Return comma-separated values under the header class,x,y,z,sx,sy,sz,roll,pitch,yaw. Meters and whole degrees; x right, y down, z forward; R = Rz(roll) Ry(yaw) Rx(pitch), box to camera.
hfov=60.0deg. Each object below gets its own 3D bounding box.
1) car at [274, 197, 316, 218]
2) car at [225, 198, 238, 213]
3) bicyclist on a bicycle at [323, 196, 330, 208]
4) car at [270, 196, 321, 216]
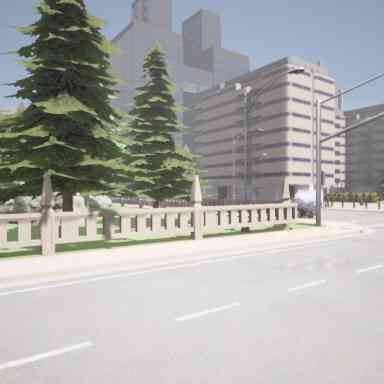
class,x,y,z,sx,sy,sz,roll,pitch,yaw
car,8.899,1.496,29.951,1.837,1.490,4.892,0,0,-35
car,5.117,1.468,41.303,1.882,1.535,5.008,0,0,-35
bicyclist on a bicycle,17.396,1.289,42.988,1.656,1.620,0.582,0,0,-35
car,10.438,1.343,33.826,2.097,1.767,4.553,0,0,-35
